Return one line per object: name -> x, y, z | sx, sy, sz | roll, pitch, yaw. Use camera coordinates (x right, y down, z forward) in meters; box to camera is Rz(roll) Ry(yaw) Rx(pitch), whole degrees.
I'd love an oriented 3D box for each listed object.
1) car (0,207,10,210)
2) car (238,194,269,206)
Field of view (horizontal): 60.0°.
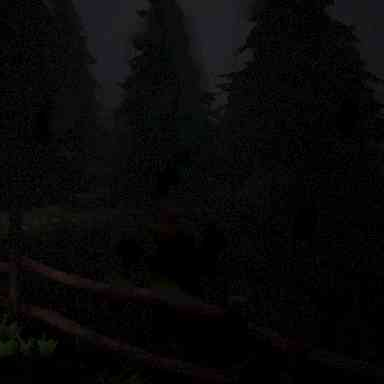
car -> -15.507, 1.627, 30.177 | 4.718, 1.301, 1.895 | 0, 0, -44
car -> 8.194, 1.250, 39.020 | 5.566, 2.045, 2.150 | 0, 0, -5
